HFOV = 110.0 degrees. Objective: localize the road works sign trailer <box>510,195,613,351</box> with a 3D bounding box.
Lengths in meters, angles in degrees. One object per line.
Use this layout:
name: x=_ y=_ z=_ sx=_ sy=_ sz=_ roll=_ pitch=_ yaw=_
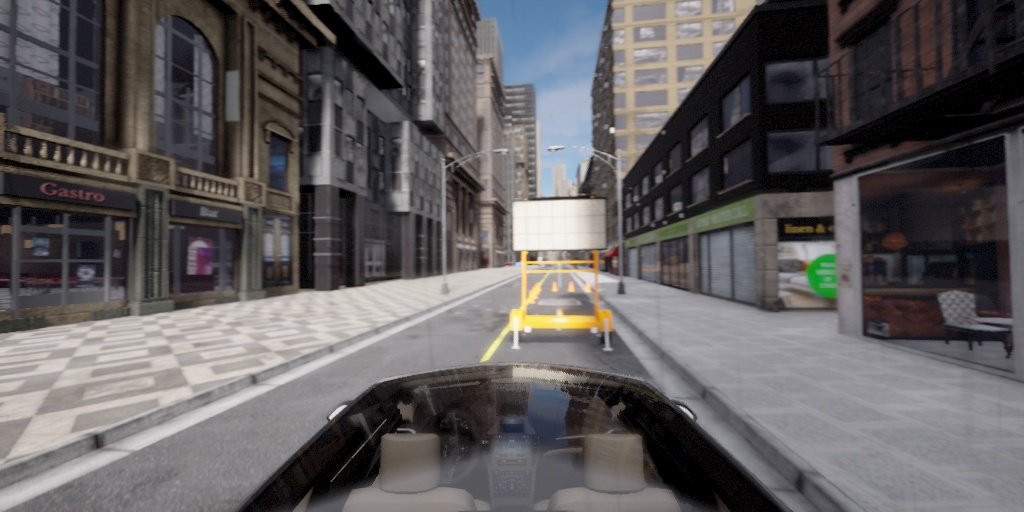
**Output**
road works sign trailer: x=1.255 y=0.276 z=9.250 sx=2.380 sy=3.560 sz=2.880 roll=0 pitch=0 yaw=7
